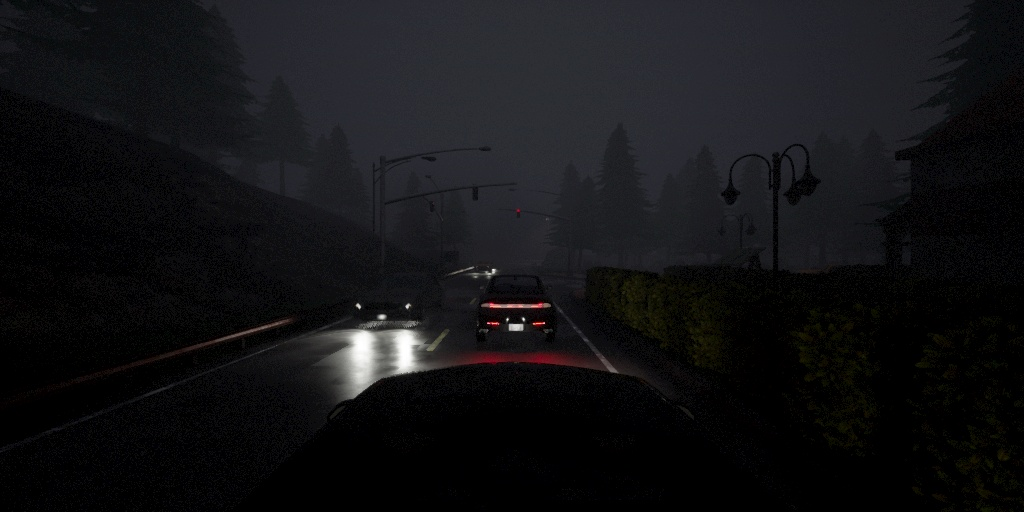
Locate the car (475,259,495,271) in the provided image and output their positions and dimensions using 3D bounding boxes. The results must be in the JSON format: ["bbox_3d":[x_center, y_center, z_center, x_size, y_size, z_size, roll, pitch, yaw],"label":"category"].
[{"bbox_3d":[-3.507,1.228,44.750,1.882,1.535,5.008,0,0,0],"label":"car"}]

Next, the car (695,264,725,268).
[{"bbox_3d":[15.756,1.417,29.547,4.892,1.490,1.837,0,0,0],"label":"car"}]

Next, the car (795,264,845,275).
[{"bbox_3d":[26.105,1.390,29.457,5.008,1.535,1.882,0,0,1],"label":"car"}]

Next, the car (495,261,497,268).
[{"bbox_3d":[-3.428,1.241,56.928,2.128,1.511,4.902,0,0,1],"label":"car"}]

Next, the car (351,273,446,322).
[{"bbox_3d":[-3.578,1.297,12.522,2.033,1.411,5.357,0,0,0],"label":"car"}]

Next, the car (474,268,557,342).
[{"bbox_3d":[0.095,1.242,9.740,2.128,1.511,4.902,0,0,0],"label":"car"}]
